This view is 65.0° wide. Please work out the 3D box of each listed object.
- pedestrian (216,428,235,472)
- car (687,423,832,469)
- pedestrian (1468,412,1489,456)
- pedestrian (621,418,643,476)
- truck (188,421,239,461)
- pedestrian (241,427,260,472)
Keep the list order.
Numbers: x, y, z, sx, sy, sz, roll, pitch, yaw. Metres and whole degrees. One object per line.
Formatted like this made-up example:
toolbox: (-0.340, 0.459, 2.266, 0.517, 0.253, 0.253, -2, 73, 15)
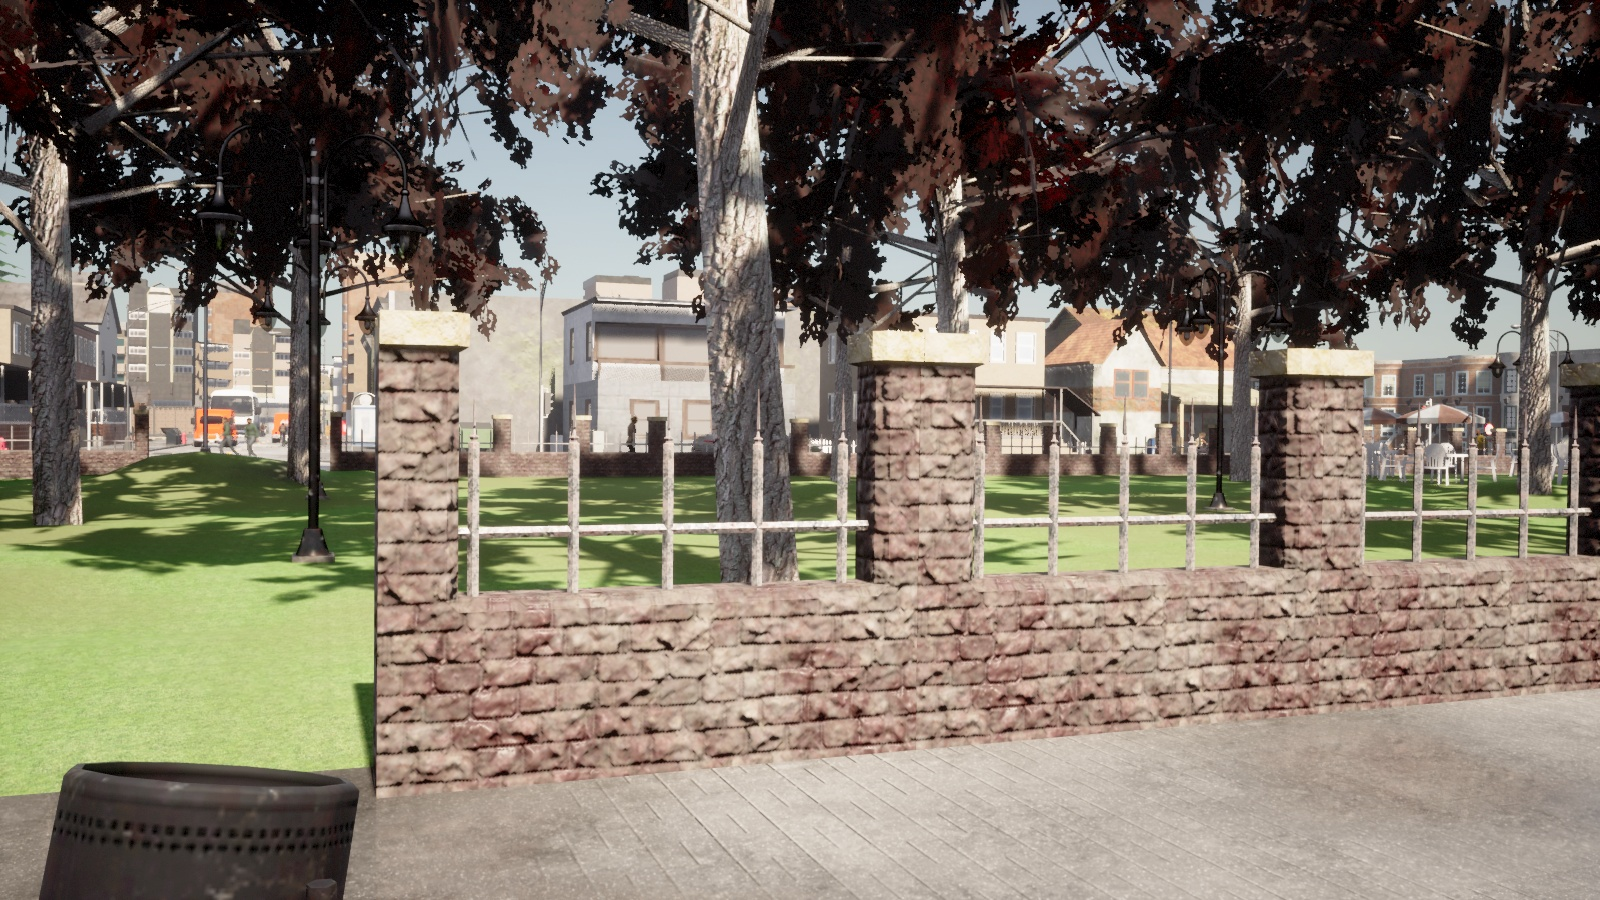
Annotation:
pedestrian: (-24.290, -0.012, 53.130, 0.614, 1.847, 0.353, -2, 1, -45)
car: (-1.521, -0.178, 47.374, 5.027, 1.651, 2.152, -1, 1, -21)
pedestrian: (28.726, -0.668, 53.160, 0.726, 1.835, 0.370, -1, 1, -19)
pedestrian: (-5.370, -0.088, 40.177, 0.634, 1.846, 0.331, -1, 1, -21)
truck: (-38.135, -0.607, 81.767, 2.627, 2.467, 5.204, -1, 1, -21)
pedestrian: (-23.059, -0.020, 52.674, 0.353, 1.847, 0.614, 0, 1, 27)
